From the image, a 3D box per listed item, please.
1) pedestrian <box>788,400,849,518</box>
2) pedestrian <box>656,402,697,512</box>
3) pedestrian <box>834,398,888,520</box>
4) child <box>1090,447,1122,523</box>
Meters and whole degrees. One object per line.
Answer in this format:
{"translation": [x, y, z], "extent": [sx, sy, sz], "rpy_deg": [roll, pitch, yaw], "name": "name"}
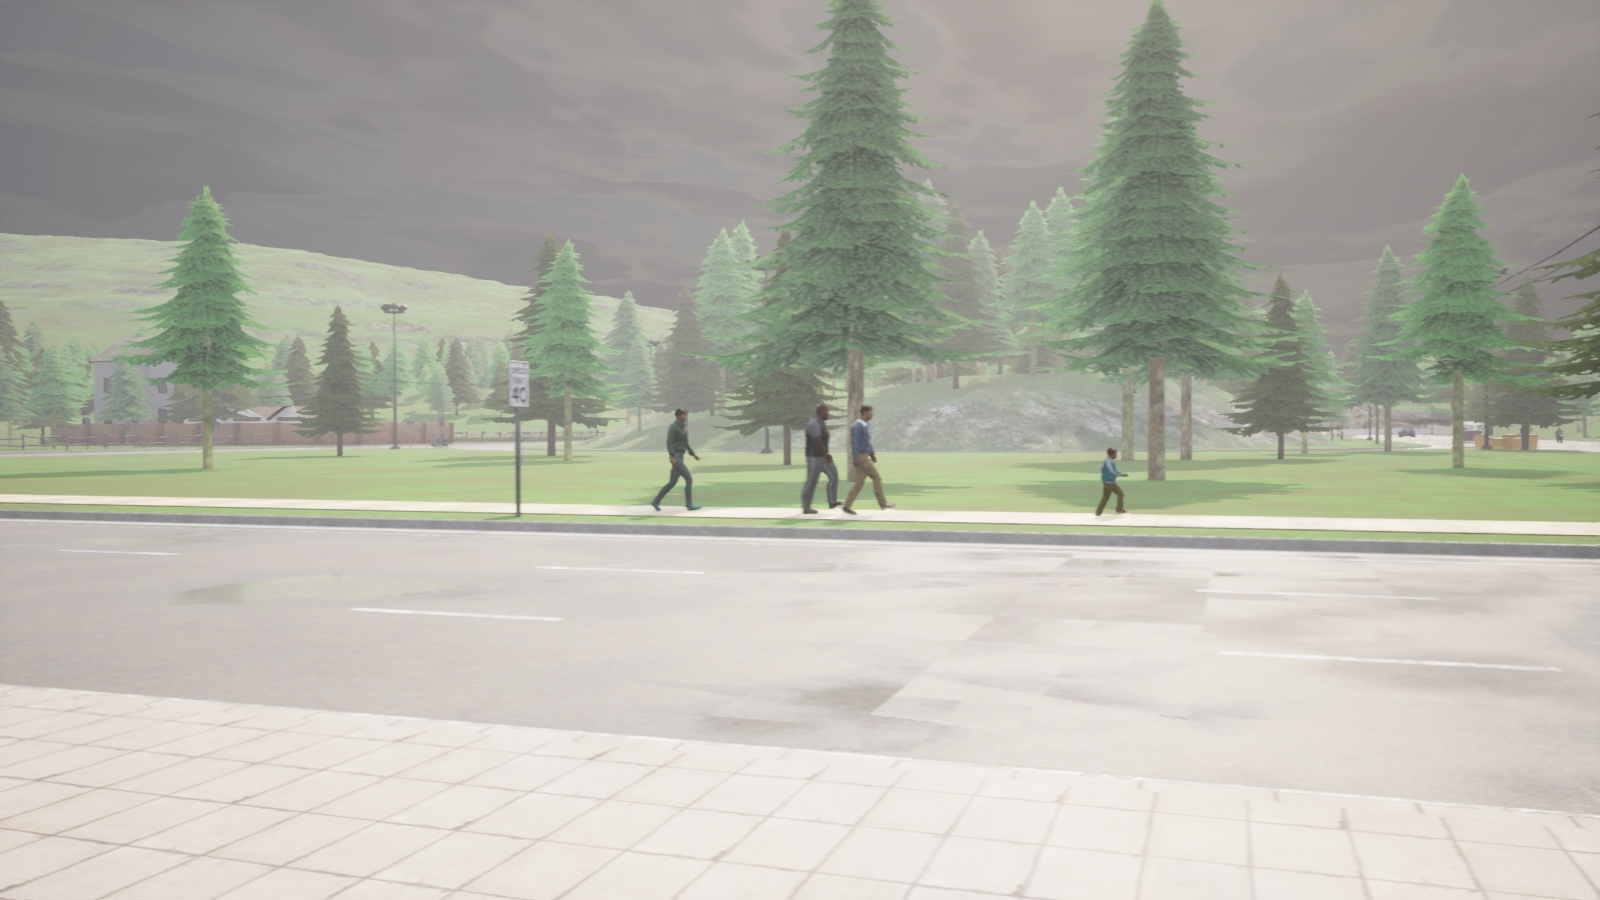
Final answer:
{"translation": [0.304, 0.138, 20.577], "extent": [0.849, 1.883, 0.563], "rpy_deg": [1, 1, 19], "name": "pedestrian"}
{"translation": [-2.109, 0.114, 21.479], "extent": [0.614, 1.847, 0.353], "rpy_deg": [1, 1, 18], "name": "pedestrian"}
{"translation": [0.988, 0.143, 20.372], "extent": [0.788, 1.949, 0.423], "rpy_deg": [1, 1, 18], "name": "pedestrian"}
{"translation": [4.859, 0.545, 19.932], "extent": [0.448, 1.192, 0.343], "rpy_deg": [1, 1, 19], "name": "child"}
